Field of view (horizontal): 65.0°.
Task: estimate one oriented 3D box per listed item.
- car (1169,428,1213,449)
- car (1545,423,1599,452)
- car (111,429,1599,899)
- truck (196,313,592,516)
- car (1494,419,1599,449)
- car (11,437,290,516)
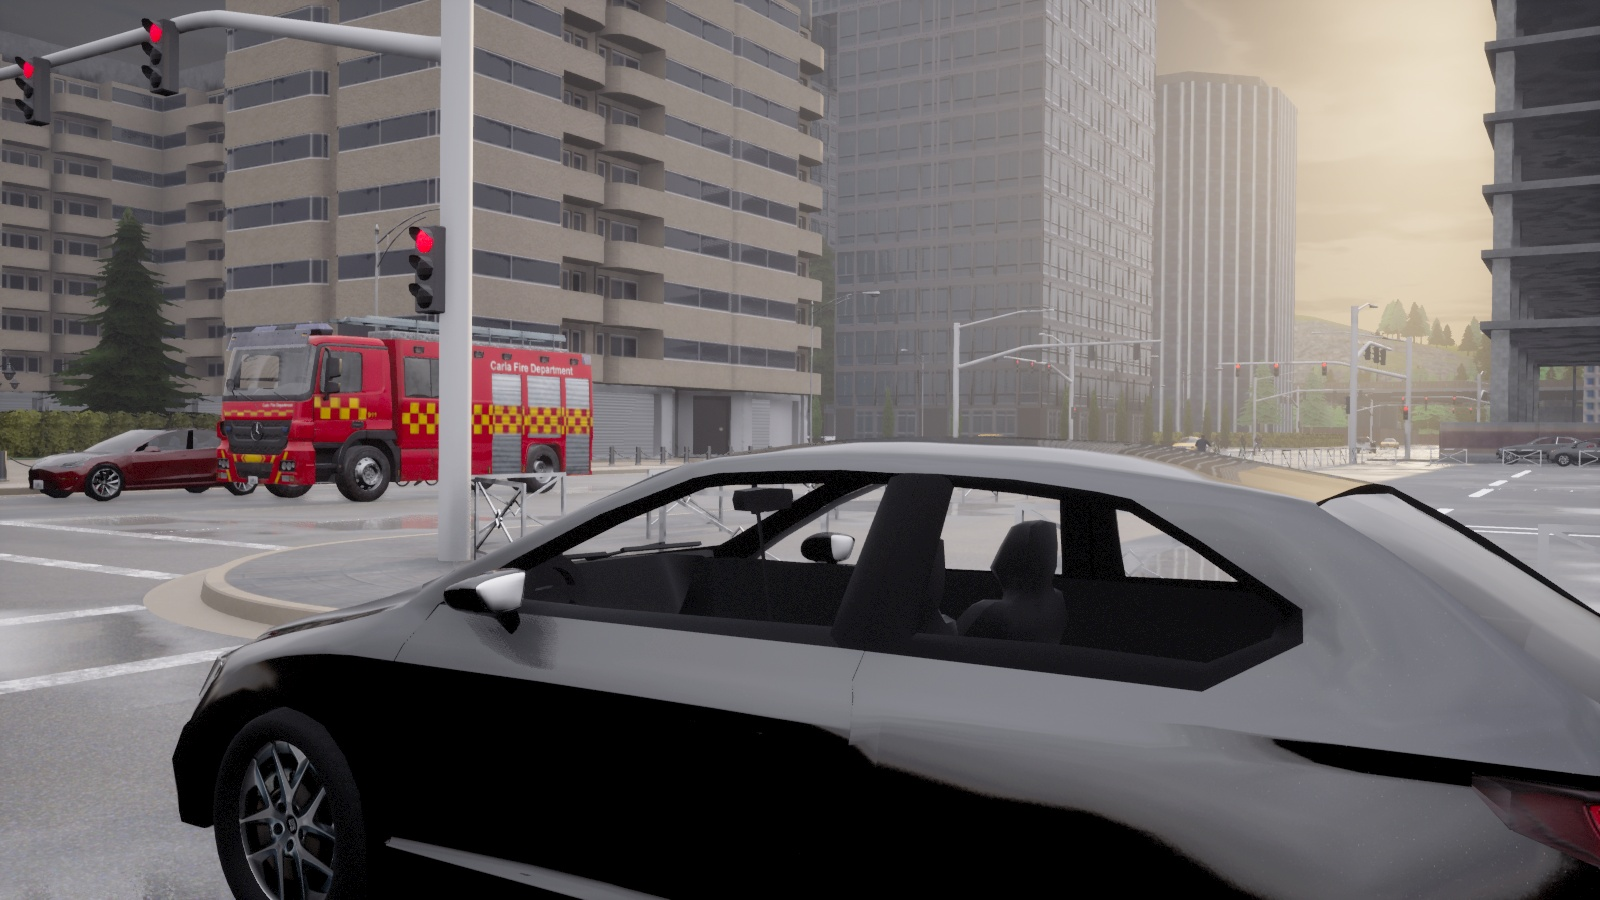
[{"bbox_3d":[29.585,-0.894,94.940,1.801,1.575,5.366,0,1,32],"label":"car"},{"bbox_3d":[42.050,-0.664,66.379,4.514,1.525,2.007,0,1,32],"label":"car"},{"bbox_3d":[0.098,0.696,3.550,4.193,1.474,1.816,0,1,33],"label":"car"},{"bbox_3d":[-8.614,-0.738,28.003,2.891,3.827,8.468,0,1,32],"label":"truck"},{"bbox_3d":[41.957,-0.889,70.566,5.027,1.651,2.152,0,1,32],"label":"car"},{"bbox_3d":[-13.616,0.491,26.643,2.163,1.488,4.792,0,1,32],"label":"car"}]
